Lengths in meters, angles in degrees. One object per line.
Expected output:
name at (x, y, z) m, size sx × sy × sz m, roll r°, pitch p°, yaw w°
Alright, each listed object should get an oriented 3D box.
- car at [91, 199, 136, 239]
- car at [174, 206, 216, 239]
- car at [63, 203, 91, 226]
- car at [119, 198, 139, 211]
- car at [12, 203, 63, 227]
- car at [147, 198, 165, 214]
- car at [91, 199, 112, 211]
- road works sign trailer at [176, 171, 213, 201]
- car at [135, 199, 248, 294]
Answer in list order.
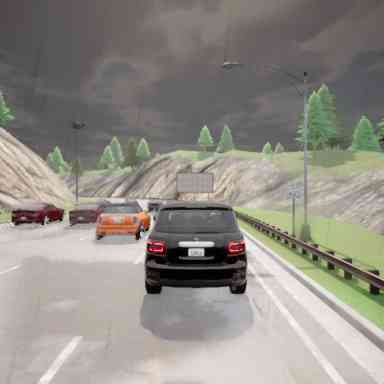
car at (-3.420, 1.350, 17.329) m, size 2.097 × 1.767 × 4.553 m, roll 0°, pitch 0°, yaw 0°
car at (0.120, 1.556, 18.115) m, size 1.994 × 1.385 × 4.181 m, roll 0°, pitch 0°, yaw -1°
car at (-6.933, 1.475, 23.191) m, size 1.882 × 1.535 × 5.008 m, roll 0°, pitch 0°, yaw 0°
car at (-7.818, 1.542, 41.812) m, size 2.033 × 1.411 × 5.357 m, roll 0°, pitch 0°, yaw -6°
car at (-10.433, 1.475, 23.053) m, size 1.882 × 1.535 × 5.008 m, roll 0°, pitch 0°, yaw 0°
car at (-3.864, 1.503, 36.403) m, size 1.837 × 1.490 × 4.892 m, roll 0°, pitch 1°, yaw -4°
car at (-11.395, 1.557, 41.975) m, size 1.994 × 1.385 × 4.181 m, roll 0°, pitch 0°, yaw -8°
road works sign trailer at (0.188, 0.462, 21.611) m, size 2.380 × 3.560 × 2.880 m, roll 0°, pitch 0°, yaw 0°
car at (0.088, 1.221, 8.897) m, size 2.150 × 2.045 × 5.566 m, roll 0°, pitch 0°, yaw 0°
